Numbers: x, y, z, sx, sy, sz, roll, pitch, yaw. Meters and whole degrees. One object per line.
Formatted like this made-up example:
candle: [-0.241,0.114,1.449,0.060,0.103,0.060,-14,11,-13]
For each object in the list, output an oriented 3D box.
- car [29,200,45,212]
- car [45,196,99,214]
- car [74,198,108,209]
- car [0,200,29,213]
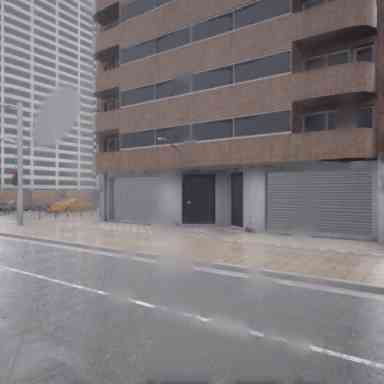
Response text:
car: [-15.137,1.477,37.555,1.882,1.535,5.008,0,0,35]
car: [-12.341,1.477,35.098,1.882,1.535,5.008,0,0,35]
car: [-13.813,1.564,45.595,1.994,1.385,4.181,0,0,35]
car: [-19.507,1.547,37.395,2.033,1.411,5.357,0,0,35]
